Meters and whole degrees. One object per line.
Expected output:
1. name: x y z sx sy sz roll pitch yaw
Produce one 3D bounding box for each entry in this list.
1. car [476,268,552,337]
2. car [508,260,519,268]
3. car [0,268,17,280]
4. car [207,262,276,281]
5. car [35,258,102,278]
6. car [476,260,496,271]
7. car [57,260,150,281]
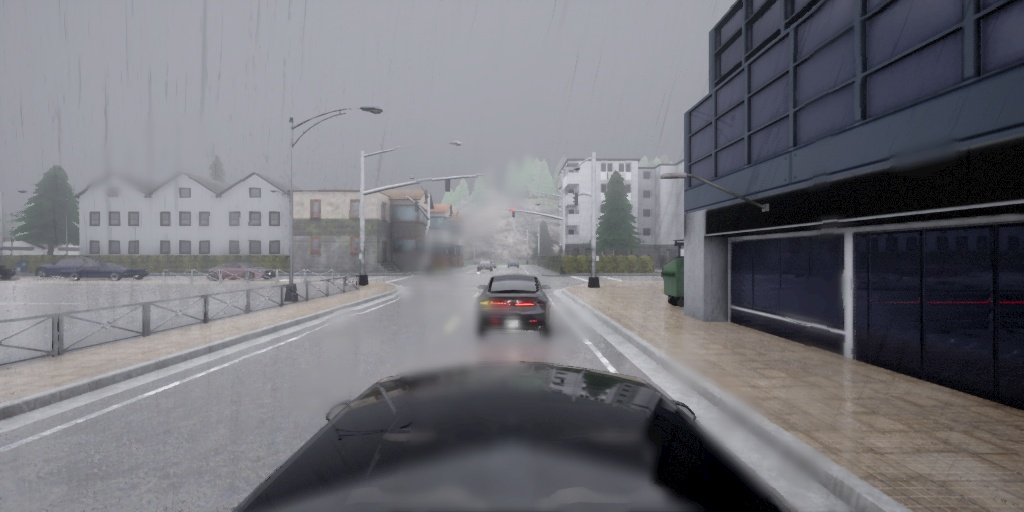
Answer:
1. car: 0.070 1.255 10.298 1.837 1.490 4.892 0 0 1
2. car: 0.199 1.351 60.950 1.895 1.301 4.718 0 0 -1
3. car: -40.126 1.174 26.592 4.718 1.301 1.895 0 0 1
4. car: -19.880 1.138 26.460 4.181 1.385 1.994 0 0 0
5. car: -36.912 0.927 30.233 4.553 1.767 2.097 0 0 0
6. car: -3.518 1.276 47.700 1.812 1.442 4.674 0 0 0
7. car: -29.904 1.174 26.509 4.718 1.301 1.895 0 0 0
